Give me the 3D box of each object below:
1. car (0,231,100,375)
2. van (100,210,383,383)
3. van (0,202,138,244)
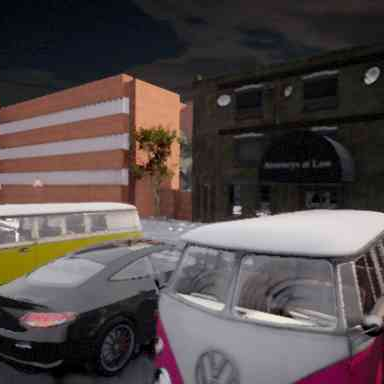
[{"bbox_3d":[-0.886,1.512,5.623,2.002,1.452,4.674,0,0,36],"label":"car"},{"bbox_3d":[1.349,1.252,3.888,1.878,1.987,4.442,0,0,36],"label":"van"},{"bbox_3d":[-3.153,1.236,7.101,1.878,1.987,4.442,0,0,36],"label":"van"}]
